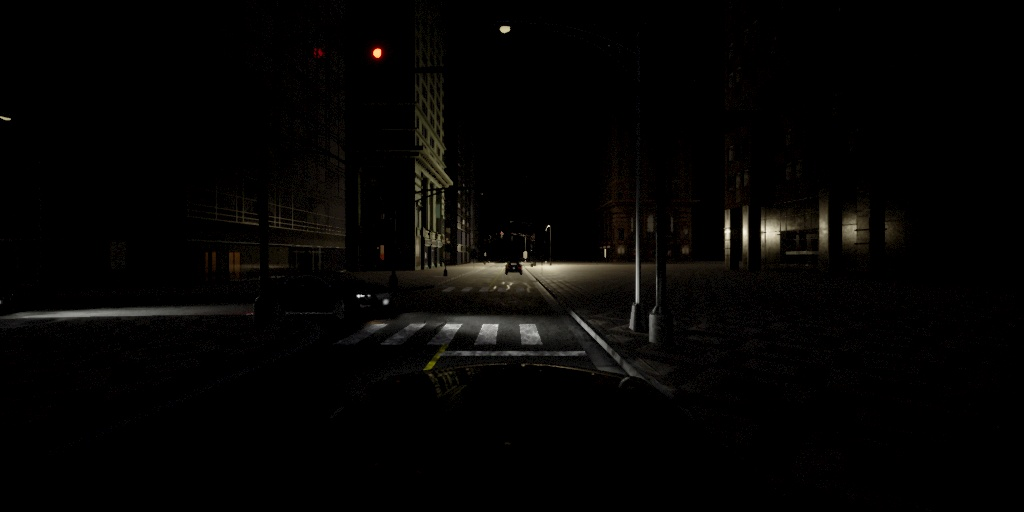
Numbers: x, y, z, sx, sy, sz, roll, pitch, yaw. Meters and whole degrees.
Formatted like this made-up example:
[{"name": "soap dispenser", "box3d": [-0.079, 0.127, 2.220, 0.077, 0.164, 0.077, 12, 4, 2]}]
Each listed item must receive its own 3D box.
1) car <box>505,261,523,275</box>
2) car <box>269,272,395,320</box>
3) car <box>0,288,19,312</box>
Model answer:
[{"name": "car", "box3d": [0.209, 1.300, 39.656, 2.033, 1.411, 5.357, 0, 0, 0]}, {"name": "car", "box3d": [-6.416, 1.293, 12.451, 4.902, 1.511, 2.128, -2, 0, 19]}, {"name": "car", "box3d": [-22.124, 1.552, 13.710, 4.902, 1.511, 2.128, -1, 0, 0]}]
